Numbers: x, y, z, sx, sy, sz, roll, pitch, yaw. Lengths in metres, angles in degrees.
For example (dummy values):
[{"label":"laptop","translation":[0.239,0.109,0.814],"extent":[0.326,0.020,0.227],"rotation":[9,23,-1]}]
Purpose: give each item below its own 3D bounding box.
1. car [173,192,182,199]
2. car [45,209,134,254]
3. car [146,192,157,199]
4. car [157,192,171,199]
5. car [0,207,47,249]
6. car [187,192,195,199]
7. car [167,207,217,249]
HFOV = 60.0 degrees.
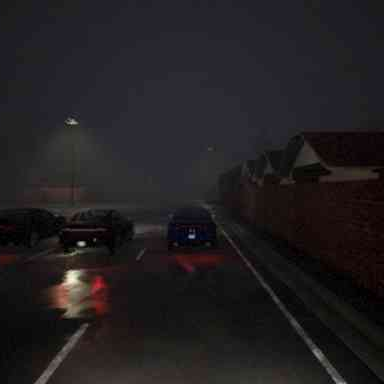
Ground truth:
[{"label":"car","translation":[-3.781,0.992,87.318],"extent":[1.812,1.442,4.674],"rotation":[0,0,0]},{"label":"car","translation":[-3.496,1.413,12.975],"extent":[2.128,1.511,4.902],"rotation":[0,0,0]},{"label":"car","translation":[-10.781,0.991,87.294],"extent":[1.812,1.442,4.674],"rotation":[0,0,0]},{"label":"car","translation":[-7.280,0.969,86.890],"extent":[1.837,1.490,4.892],"rotation":[0,0,0]},{"label":"car","translation":[-6.991,1.391,14.167],"extent":[1.882,1.535,5.008],"rotation":[0,1,0]},{"label":"car","translation":[-0.280,0.995,86.913],"extent":[2.128,1.511,4.902],"rotation":[0,0,0]},{"label":"car","translation":[0.009,1.392,14.197],"extent":[1.882,1.535,5.008],"rotation":[0,1,0]}]
